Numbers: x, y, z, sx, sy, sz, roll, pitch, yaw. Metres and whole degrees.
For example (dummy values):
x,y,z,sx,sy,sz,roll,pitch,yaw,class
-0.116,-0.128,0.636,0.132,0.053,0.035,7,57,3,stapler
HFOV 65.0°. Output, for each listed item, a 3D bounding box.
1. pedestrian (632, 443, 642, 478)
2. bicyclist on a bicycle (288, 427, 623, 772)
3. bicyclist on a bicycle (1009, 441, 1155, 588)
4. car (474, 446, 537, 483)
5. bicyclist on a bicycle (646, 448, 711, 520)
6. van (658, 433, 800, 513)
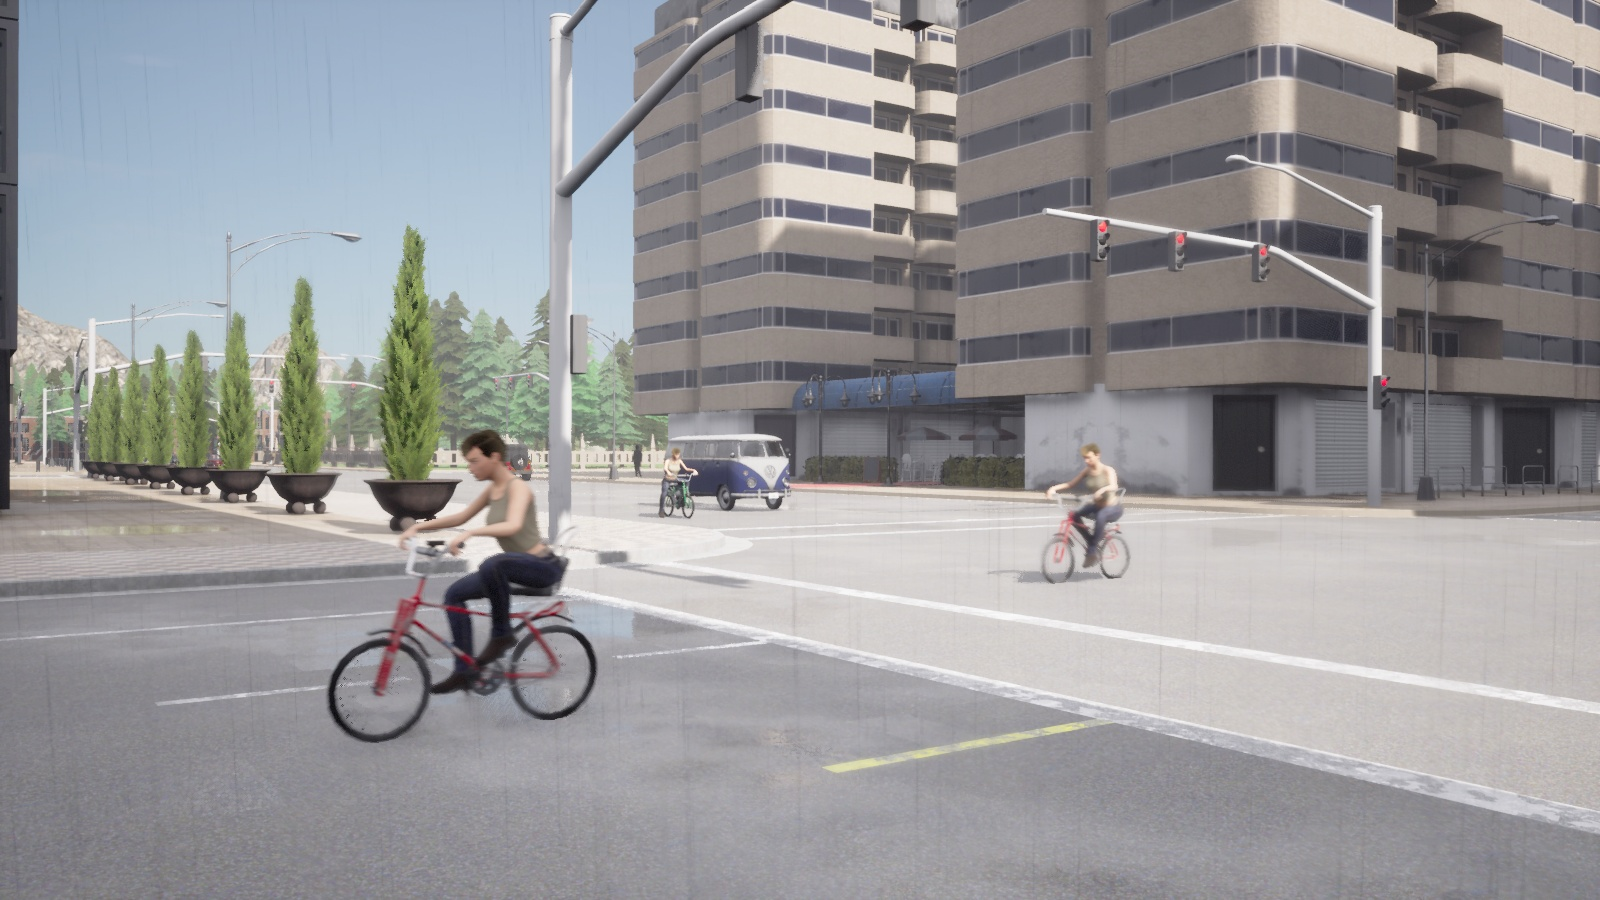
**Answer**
x,y,z,sx,sy,sz,roll,pitch,yaw,class
-8.980,0.588,69.174,0.395,1.930,0.692,0,0,-22,pedestrian
-1.821,0.702,6.673,1.509,1.612,0.866,0,0,-35,bicyclist on a bicycle
3.267,0.710,14.531,1.509,1.612,0.866,0,0,-35,bicyclist on a bicycle
-15.399,0.734,65.583,1.905,1.878,3.866,0,0,-34,car
-2.792,0.758,28.742,0.866,1.612,1.509,0,0,-35,bicyclist on a bicycle
-1.986,0.584,33.753,1.775,1.987,4.442,0,0,-35,van
